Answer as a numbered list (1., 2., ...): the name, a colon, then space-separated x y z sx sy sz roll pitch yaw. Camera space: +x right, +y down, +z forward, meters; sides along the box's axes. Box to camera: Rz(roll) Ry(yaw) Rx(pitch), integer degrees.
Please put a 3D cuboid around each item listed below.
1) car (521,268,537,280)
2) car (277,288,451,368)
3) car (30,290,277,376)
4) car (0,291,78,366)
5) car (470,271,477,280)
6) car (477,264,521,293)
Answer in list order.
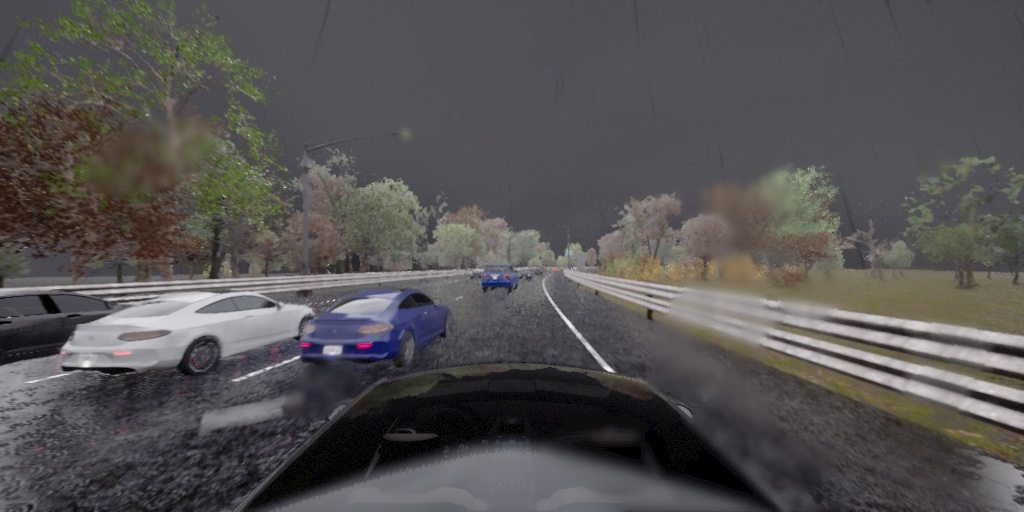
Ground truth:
1. car: 1.925 2.604 48.627 1.895 1.301 4.718 -1 -2 8
2. car: -2.754 1.449 8.213 1.812 1.442 4.674 -1 -2 5
3. car: -6.305 1.464 7.799 1.812 1.442 4.674 -1 -2 5
4. car: -9.861 1.460 7.391 1.837 1.490 4.892 -1 -2 5
5. car: -4.642 2.753 52.118 1.895 1.301 4.718 -1 -2 8
6. car: -0.843 1.651 27.096 2.150 2.045 5.566 -1 -2 7
